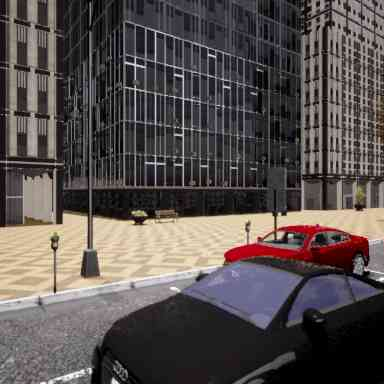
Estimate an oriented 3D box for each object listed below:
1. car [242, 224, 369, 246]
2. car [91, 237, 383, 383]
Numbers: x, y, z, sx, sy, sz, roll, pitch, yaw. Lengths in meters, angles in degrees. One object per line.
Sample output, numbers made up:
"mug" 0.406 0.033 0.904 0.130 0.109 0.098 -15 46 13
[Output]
"car" 2.774 1.545 8.528 4.507 1.381 1.887 0 0 -35
"car" 0.974 1.564 4.069 4.181 1.385 1.994 0 0 -35
